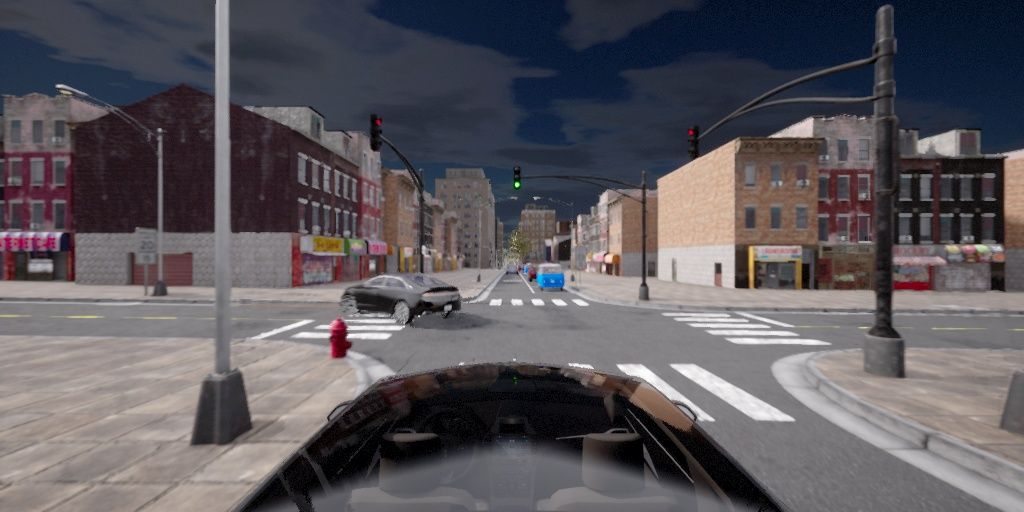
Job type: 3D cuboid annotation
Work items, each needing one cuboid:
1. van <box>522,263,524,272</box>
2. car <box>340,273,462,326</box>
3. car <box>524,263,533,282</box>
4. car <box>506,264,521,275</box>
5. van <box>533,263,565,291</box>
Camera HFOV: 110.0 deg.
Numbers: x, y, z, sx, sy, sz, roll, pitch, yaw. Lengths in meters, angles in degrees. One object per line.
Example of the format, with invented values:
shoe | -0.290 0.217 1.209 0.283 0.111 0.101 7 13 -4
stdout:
van | 2.637 1.938 51.395 1.690 1.789 3.998 0 0 0
car | -3.925 1.338 12.303 4.902 1.511 2.128 1 -1 35
car | 2.637 1.606 35.529 2.192 1.841 5.009 0 0 0
car | 0.056 2.256 55.999 1.994 1.385 4.181 0 -1 0
van | 2.637 1.448 24.949 1.690 1.789 3.998 0 0 0
